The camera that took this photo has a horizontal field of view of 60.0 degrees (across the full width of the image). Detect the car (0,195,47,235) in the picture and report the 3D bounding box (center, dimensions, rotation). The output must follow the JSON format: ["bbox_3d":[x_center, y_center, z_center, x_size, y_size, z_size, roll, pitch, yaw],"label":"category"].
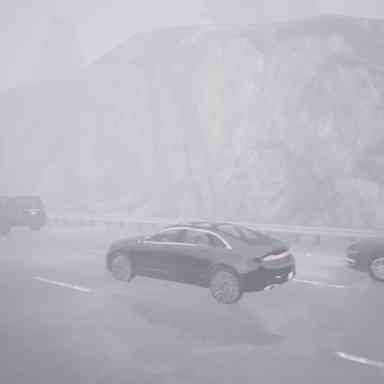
[{"bbox_3d":[-10.639,1.199,18.782,5.566,2.045,2.150,0,0,30],"label":"car"}]

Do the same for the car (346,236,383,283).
[{"bbox_3d":[6.368,1.482,7.941,4.892,1.490,1.837,0,0,36],"label":"car"}]

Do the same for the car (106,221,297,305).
[{"bbox_3d":[-0.011,1.476,8.091,4.902,1.511,2.128,0,0,34],"label":"car"}]
